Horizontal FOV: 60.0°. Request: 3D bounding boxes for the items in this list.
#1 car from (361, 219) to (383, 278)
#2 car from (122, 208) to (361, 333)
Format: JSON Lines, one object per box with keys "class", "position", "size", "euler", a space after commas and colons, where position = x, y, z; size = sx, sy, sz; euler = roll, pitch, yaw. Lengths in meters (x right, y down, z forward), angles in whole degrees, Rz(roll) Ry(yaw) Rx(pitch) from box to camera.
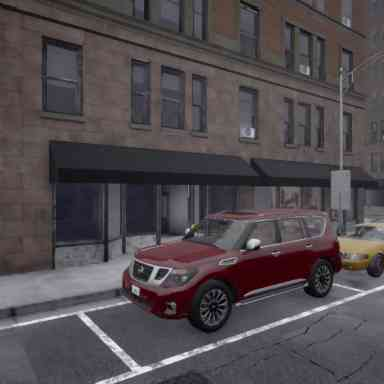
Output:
{"class": "car", "position": [5.597, 1.525, 10.185], "size": [4.829, 1.417, 1.752], "euler": [0, 0, -35]}
{"class": "car", "position": [1.112, 1.315, 6.990], "size": [5.009, 1.841, 2.192], "euler": [0, 0, -35]}
